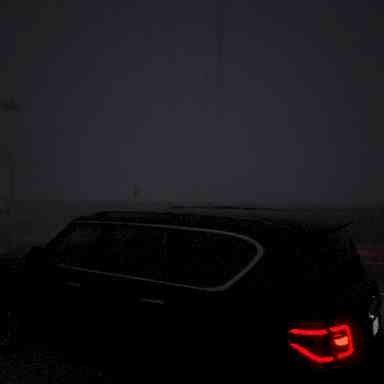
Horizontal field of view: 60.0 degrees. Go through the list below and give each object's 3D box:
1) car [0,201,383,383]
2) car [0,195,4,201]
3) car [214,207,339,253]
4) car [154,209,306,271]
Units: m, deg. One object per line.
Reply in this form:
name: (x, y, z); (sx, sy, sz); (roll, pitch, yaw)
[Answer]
car: (-0.601, 1.222, 4.425); (5.566, 2.045, 2.150); (0, 0, 36)
car: (-19.430, 1.217, 30.754); (5.566, 2.045, 2.150); (0, 0, 36)
car: (3.535, 1.504, 14.367); (4.892, 1.490, 1.837); (0, 0, 36)
car: (1.209, 1.491, 11.731); (4.902, 1.511, 2.128); (0, 0, 36)
